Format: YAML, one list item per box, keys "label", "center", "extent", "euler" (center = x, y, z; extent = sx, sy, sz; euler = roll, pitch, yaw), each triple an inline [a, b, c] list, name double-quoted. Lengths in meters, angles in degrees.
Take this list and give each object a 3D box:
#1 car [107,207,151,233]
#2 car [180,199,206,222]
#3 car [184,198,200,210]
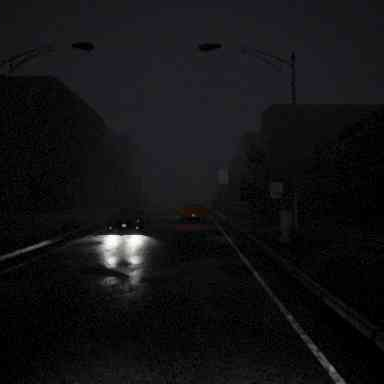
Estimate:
- label: "car"
  center: [-3.591, 1.568, 19.506]
  extent: [1.994, 1.385, 4.181]
  euler: [0, 0, 0]
- label: "car"
  center: [0.093, 1.483, 26.271]
  extent: [1.882, 1.535, 5.008]
  euler: [0, 0, 0]
- label: "car"
  center: [-0.073, 1.572, 42.974]
  extent: [1.994, 1.385, 4.181]
  euler: [0, 0, -1]
